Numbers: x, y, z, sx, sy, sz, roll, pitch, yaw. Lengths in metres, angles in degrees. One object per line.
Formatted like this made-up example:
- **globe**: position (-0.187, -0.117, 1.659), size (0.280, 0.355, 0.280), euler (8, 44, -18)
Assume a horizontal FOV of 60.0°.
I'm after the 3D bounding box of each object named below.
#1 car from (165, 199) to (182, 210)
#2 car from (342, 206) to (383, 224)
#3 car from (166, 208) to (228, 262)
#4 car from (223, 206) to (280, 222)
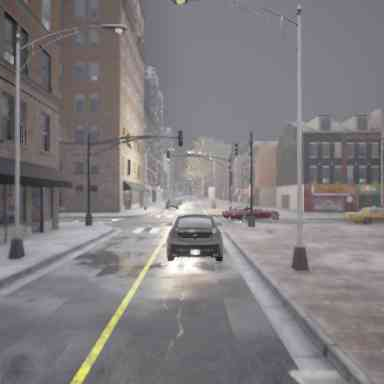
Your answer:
- **car**: position (-2.849, 1.725, 47.918), size (1.837, 1.490, 4.892), euler (0, 0, 0)
- **car**: position (13.881, 1.727, 24.850), size (4.829, 1.417, 1.752), euler (0, -1, 0)
- **car**: position (0.096, 1.573, 12.434), size (1.837, 1.490, 4.892), euler (0, 0, 0)
- **car**: position (4.955, 1.765, 27.359), size (4.718, 1.301, 1.895), euler (1, -1, -30)
